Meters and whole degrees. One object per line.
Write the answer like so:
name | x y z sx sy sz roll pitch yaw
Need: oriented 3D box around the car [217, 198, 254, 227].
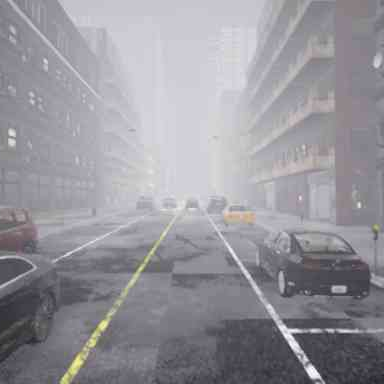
car | 3.006 1.466 22.861 1.801 1.575 5.366 0 0 0

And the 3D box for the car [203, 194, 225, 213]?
car | 2.718 1.330 35.994 2.192 1.841 5.009 1 0 0

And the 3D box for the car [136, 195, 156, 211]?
car | -5.662 1.332 41.483 2.192 1.841 5.009 1 0 0

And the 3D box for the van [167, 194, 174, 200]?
van | -5.786 1.366 91.347 1.690 1.788 3.998 1 0 0

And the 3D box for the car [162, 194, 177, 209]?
car | -3.068 1.495 46.682 1.882 1.535 5.008 0 0 0

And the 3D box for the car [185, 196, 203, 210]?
car | 0.052 1.564 42.244 2.033 1.411 5.357 0 0 1

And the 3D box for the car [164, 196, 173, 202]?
car | -5.624 1.605 80.266 1.802 1.307 4.206 1 0 0

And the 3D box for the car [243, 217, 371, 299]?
car | 2.706 1.555 8.291 2.008 1.369 4.403 1 0 0

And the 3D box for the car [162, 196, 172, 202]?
car | -5.624 1.573 74.725 2.008 1.369 4.403 1 0 0

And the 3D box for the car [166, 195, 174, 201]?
car | -5.622 1.590 85.805 1.947 1.339 4.313 1 0 0

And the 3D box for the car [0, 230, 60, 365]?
car | -3.099 1.493 3.588 2.128 1.511 4.902 0 0 0

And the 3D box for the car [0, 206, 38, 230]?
car | -5.670 1.319 8.240 2.192 1.841 5.009 1 0 0

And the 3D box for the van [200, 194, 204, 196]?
van | 2.728 1.365 80.316 1.690 1.788 3.998 1 0 0

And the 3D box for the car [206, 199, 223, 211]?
car | 2.714 1.599 41.534 1.802 1.307 4.206 1 0 0
